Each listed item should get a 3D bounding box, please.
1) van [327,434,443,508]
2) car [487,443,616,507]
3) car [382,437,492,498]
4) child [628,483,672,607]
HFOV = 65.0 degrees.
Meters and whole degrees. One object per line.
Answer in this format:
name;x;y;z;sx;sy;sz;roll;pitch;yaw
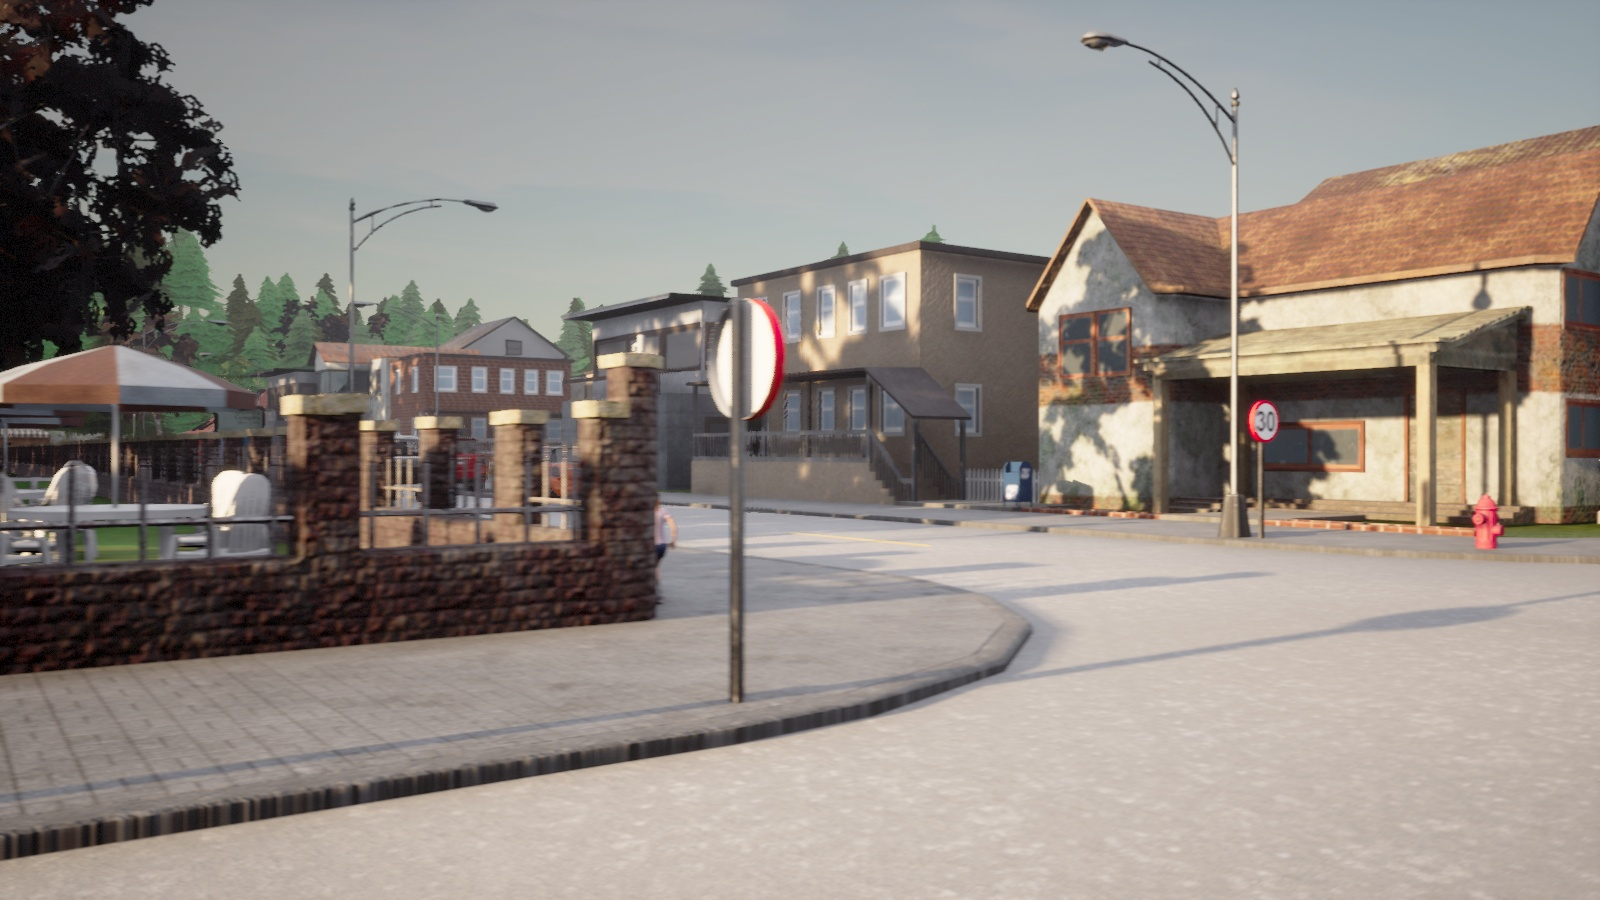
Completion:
van;-12.332;0.580;37.152;2.069;2.038;4.480;0;0;-35
car;-7.407;0.703;37.078;2.097;1.767;4.553;0;0;-35
car;-13.205;0.596;45.414;2.150;2.045;5.566;0;0;-35
child;-1.389;0.863;11.607;0.255;1.110;0.394;0;0;-33
